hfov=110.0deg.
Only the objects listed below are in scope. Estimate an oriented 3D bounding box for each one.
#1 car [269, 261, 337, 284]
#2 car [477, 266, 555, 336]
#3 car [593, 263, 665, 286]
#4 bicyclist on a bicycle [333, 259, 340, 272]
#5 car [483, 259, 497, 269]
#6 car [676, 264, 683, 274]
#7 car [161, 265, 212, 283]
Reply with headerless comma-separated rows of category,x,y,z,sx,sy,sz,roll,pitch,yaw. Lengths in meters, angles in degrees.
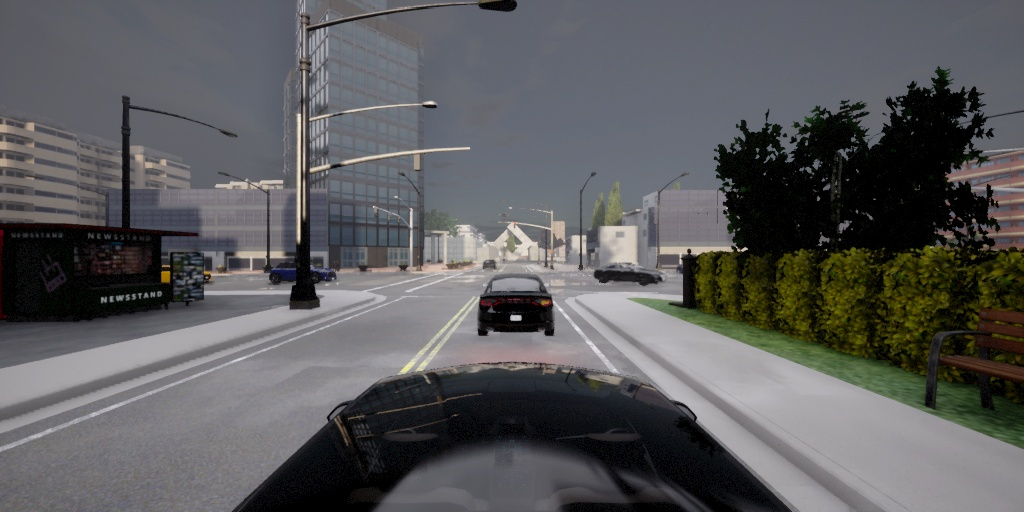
car,-16.274,1.210,28.084,4.553,1.767,2.097,-1,0,0
car,0.114,1.228,10.474,1.882,1.535,5.008,0,0,1
car,8.016,1.239,24.868,4.902,1.511,2.128,0,0,42
bicyclist on a bicycle,-21.803,1.216,44.543,0.582,1.620,1.656,-1,0,0
car,-3.356,1.227,54.257,1.882,1.535,5.008,0,0,0
car,20.294,1.056,38.904,4.553,1.767,2.097,0,0,0
car,-26.386,1.454,28.052,5.008,1.535,1.882,-1,0,0
